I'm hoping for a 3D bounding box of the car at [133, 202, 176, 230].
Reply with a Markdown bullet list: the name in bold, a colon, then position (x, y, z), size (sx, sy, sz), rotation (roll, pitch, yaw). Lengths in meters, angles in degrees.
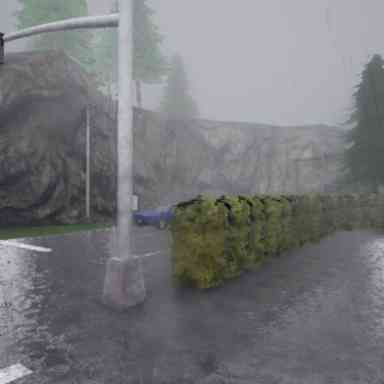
- **car**: position (-1.535, 1.398, 21.040), size (1.882, 1.535, 5.008), rotation (0, 0, 35)
